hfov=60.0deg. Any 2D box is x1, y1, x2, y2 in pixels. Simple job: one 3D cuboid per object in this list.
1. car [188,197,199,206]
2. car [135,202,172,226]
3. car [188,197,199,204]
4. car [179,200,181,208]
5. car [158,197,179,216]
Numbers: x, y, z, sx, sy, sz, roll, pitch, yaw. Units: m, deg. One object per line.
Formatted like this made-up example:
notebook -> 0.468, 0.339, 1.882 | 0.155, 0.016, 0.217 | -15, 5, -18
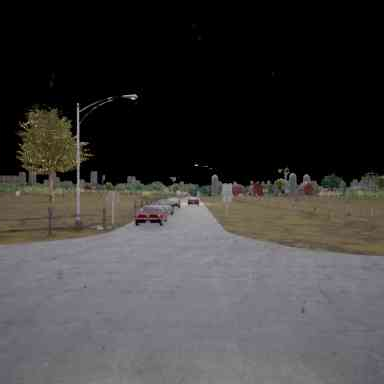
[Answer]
car -> 0.240, 1.525, 55.427 | 1.882, 1.535, 5.008 | 0, 0, 0
car -> -2.779, 1.612, 23.644 | 1.895, 1.301, 4.718 | 0, 0, 2
car -> 0.286, 1.631, 65.850 | 1.994, 1.385, 4.181 | 0, 0, 0
car -> -2.631, 1.511, 47.119 | 1.882, 1.535, 5.008 | 0, 0, 0
car -> -2.706, 1.507, 33.192 | 2.128, 1.511, 4.902 | 0, 0, 0
